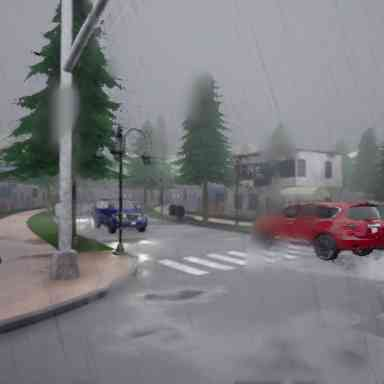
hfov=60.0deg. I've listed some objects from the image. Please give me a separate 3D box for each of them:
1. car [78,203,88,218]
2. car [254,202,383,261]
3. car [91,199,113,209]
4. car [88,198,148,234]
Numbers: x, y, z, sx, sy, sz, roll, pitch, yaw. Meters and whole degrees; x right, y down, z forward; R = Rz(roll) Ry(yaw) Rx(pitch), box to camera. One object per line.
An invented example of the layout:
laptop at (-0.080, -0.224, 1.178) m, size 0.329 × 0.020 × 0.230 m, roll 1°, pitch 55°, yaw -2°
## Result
car at (-10.328, 1.805, 33.156) m, size 1.994 × 1.385 × 4.181 m, roll 0°, pitch 0°, yaw -19°
car at (4.880, 1.435, 13.507) m, size 2.150 × 2.045 × 5.566 m, roll 1°, pitch -2°, yaw -27°
car at (-14.056, 1.852, 52.273) m, size 2.033 × 1.411 × 5.357 m, roll 0°, pitch 0°, yaw -2°
car at (-4.765, 1.446, 21.488) m, size 2.150 × 2.045 × 5.566 m, roll 1°, pitch 0°, yaw -31°
